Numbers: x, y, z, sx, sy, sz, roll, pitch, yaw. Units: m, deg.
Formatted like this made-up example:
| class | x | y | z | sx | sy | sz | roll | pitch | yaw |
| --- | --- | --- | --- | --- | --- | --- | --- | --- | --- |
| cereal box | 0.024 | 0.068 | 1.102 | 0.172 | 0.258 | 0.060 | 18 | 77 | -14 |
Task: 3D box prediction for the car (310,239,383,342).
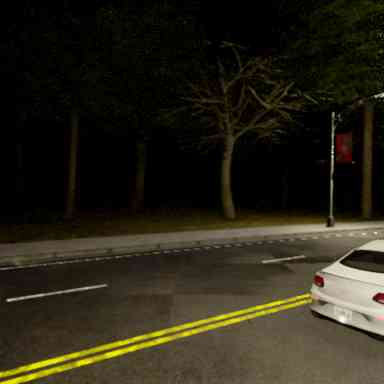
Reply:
| class | x | y | z | sx | sy | sz | roll | pitch | yaw |
| --- | --- | --- | --- | --- | --- | --- | --- | --- | --- |
| car | 4.082 | 1.566 | 5.966 | 4.674 | 1.442 | 1.812 | 0 | 0 | -33 |
